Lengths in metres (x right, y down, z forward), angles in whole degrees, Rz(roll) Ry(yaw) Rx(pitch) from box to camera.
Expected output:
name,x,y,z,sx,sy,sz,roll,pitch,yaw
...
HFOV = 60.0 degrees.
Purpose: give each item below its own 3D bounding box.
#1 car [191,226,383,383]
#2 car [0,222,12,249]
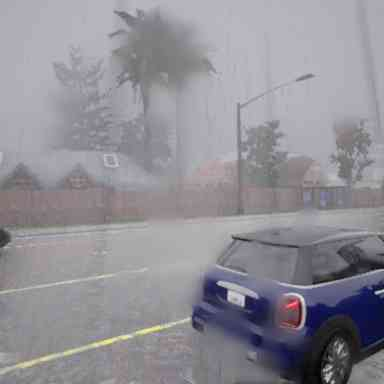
name,x,y,z,sx,sy,sz,roll,pitch,yaw
car,2.280,1.339,5.385,4.553,1.767,2.097,0,0,-35
car,-8.594,1.513,10.754,4.902,1.511,2.128,0,0,-36
